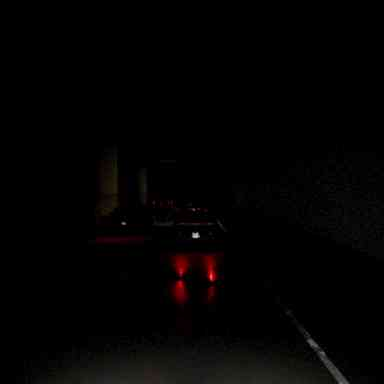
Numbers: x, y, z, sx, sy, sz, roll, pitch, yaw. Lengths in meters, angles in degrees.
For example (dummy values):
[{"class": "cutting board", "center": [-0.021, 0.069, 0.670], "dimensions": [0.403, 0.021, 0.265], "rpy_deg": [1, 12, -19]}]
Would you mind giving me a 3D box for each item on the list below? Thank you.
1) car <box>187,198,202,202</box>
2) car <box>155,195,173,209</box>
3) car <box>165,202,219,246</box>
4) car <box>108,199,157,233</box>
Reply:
[{"class": "car", "center": [0.220, 1.336, 32.696], "dimensions": [1.837, 1.490, 4.892], "rpy_deg": [0, 0, 0]}, {"class": "car", "center": [-3.263, 1.157, 37.231], "dimensions": [2.097, 1.767, 4.553], "rpy_deg": [0, 0, 0]}, {"class": "car", "center": [0.153, 1.415, 14.836], "dimensions": [2.128, 1.511, 4.902], "rpy_deg": [0, 0, 0]}, {"class": "car", "center": [-3.333, 1.378, 18.751], "dimensions": [1.882, 1.535, 5.008], "rpy_deg": [0, 0, 0]}]
